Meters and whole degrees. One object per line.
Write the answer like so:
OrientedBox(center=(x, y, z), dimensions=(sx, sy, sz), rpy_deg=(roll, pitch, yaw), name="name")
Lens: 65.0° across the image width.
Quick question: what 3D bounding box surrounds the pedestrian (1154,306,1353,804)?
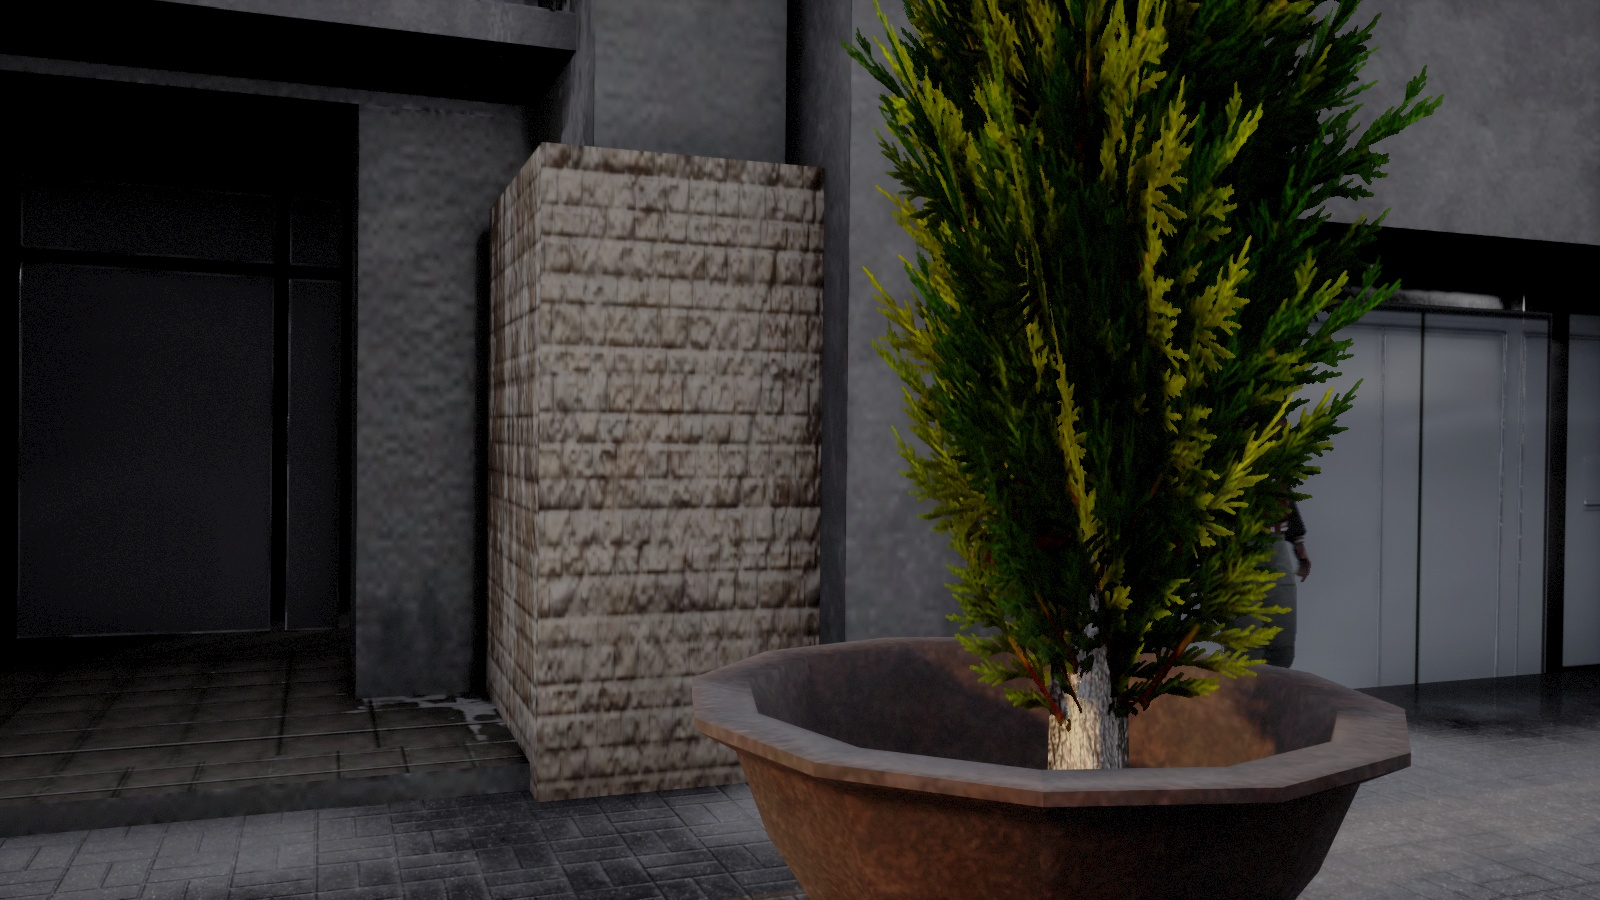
OrientedBox(center=(1.882, 0.402, 5.248), dimensions=(0.402, 1.930, 0.666), rpy_deg=(-1, 1, -31), name="pedestrian")
